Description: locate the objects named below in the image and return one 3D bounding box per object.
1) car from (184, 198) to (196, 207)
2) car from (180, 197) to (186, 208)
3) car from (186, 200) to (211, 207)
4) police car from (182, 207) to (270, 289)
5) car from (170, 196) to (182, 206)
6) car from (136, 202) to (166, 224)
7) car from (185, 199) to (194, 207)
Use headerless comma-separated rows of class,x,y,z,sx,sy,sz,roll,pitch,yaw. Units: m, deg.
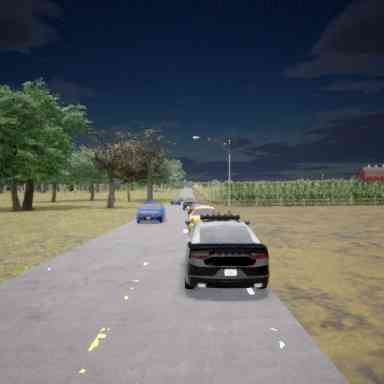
car,-0.421,1.879,60.059,2.033,1.411,5.357,0,0,0
car,-0.313,1.723,46.235,1.837,1.490,4.892,0,-1,0
car,0.691,1.488,19.383,1.801,1.575,5.366,0,0,0
police car,0.762,1.430,9.301,1.930,1.638,5.238,0,0,0
car,-3.240,1.850,65.846,1.882,1.535,5.008,0,0,0
car,-3.026,1.538,25.444,1.882,1.535,5.008,0,0,0
car,0.650,1.537,25.197,1.882,1.535,5.008,0,0,0
